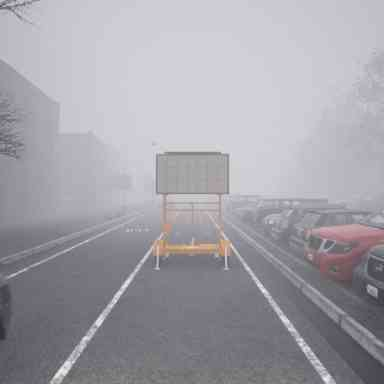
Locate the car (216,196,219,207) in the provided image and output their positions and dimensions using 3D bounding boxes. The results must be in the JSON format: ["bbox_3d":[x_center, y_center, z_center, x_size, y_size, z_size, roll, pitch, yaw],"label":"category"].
[{"bbox_3d":[5.706,1.493,38.961,5.008,1.535,2.097,0,0,0],"label":"car"}]

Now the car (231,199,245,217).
[{"bbox_3d":[5.670,1.518,24.948,4.792,1.488,2.163,0,0,0],"label":"car"}]

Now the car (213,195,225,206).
[{"bbox_3d":[5.687,1.534,44.569,4.792,1.488,2.163,0,0,0],"label":"car"}]

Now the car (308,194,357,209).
[{"bbox_3d":[18.768,1.254,44.729,5.566,2.045,2.435,0,0,0],"label":"car"}]

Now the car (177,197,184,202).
[{"bbox_3d":[-3.048,1.956,90.903,1.895,1.301,4.718,0,-1,0],"label":"car"}]

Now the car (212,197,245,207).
[{"bbox_3d":[5.718,1.531,52.978,5.008,1.535,2.097,0,0,0],"label":"car"}]

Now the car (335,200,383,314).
[{"bbox_3d":[5.654,1.232,5.325,5.566,2.045,2.435,0,0,0],"label":"car"}]

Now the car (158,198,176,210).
[{"bbox_3d":[-3.253,1.559,43.238,1.812,1.442,4.674,0,0,0],"label":"car"}]

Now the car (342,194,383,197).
[{"bbox_3d":[18.758,1.241,33.712,5.566,2.045,2.435,0,0,0],"label":"car"}]

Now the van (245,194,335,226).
[{"bbox_3d":[5.578,1.261,19.342,4.442,1.987,1.878,0,0,0],"label":"van"}]

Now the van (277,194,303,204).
[{"bbox_3d":[18.934,1.346,64.226,4.442,1.987,1.878,0,0,0],"label":"van"}]

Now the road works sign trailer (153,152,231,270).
[{"bbox_3d":[0.016,0.473,11.049,2.380,3.560,2.880,0,0,1],"label":"road works sign trailer"}]

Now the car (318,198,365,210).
[{"bbox_3d":[18.788,1.500,41.942,5.008,1.535,2.097,0,0,0],"label":"car"}]

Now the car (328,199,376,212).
[{"bbox_3d":[18.789,1.535,39.281,4.674,1.452,2.002,0,0,0],"label":"car"}]

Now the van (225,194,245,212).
[{"bbox_3d":[5.588,1.264,30.555,4.442,1.987,1.878,0,0,0],"label":"van"}]

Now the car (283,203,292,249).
[{"bbox_3d":[5.656,1.359,10.932,4.553,1.767,2.185,0,0,0],"label":"car"}]

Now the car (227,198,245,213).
[{"bbox_3d":[5.673,1.519,27.751,4.792,1.488,2.163,0,0,0],"label":"car"}]

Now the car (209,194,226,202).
[{"bbox_3d":[5.750,1.270,50.175,5.566,2.045,2.435,0,0,0],"label":"car"}]

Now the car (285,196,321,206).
[{"bbox_3d":[18.621,1.540,55.868,5.366,1.575,1.946,0,0,0],"label":"car"}]

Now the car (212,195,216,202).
[{"bbox_3d":[5.714,1.513,47.367,4.892,1.521,2.231,0,0,0],"label":"car"}]

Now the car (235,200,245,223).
[{"bbox_3d":[5.692,1.487,22.145,5.008,1.535,2.097,0,0,0],"label":"car"}]

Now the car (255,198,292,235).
[{"bbox_3d":[5.724,1.360,16.538,4.553,1.767,2.185,0,0,0],"label":"car"}]

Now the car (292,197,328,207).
[{"bbox_3d":[18.798,1.533,53.082,5.008,1.535,2.097,0,0,0],"label":"car"}]

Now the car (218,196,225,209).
[{"bbox_3d":[5.895,1.489,36.161,5.366,1.575,1.946,0,0,0],"label":"car"}]

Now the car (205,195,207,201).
[{"bbox_3d":[5.772,1.333,66.994,5.566,2.045,2.435,0,0,0],"label":"car"}]

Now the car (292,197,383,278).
[{"bbox_3d":[5.657,1.232,8.129,5.566,2.045,2.435,0,0,0],"label":"car"}]

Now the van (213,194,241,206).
[{"bbox_3d":[5.843,1.315,55.782,4.442,1.987,1.878,0,0,0],"label":"van"}]

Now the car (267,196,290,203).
[{"bbox_3d":[18.838,1.657,72.574,4.674,1.452,2.002,0,0,0],"label":"car"}]

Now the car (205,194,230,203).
[{"bbox_3d":[5.792,1.387,75.404,5.566,2.045,2.435,0,0,0],"label":"car"}]

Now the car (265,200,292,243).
[{"bbox_3d":[5.659,1.360,13.735,4.553,1.767,2.185,0,0,0],"label":"car"}]

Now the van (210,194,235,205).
[{"bbox_3d":[5.617,1.335,61.389,4.442,1.987,1.878,0,0,0],"label":"van"}]

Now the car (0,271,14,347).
[{"bbox_3d":[-3.345,1.494,2.544,2.128,1.511,4.902,0,0,0],"label":"car"}]

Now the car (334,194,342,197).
[{"bbox_3d":[18.760,1.241,36.374,5.566,2.045,2.435,0,0,0],"label":"car"}]

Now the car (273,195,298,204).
[{"bbox_3d":[18.792,1.459,67.006,4.553,1.767,2.185,0,0,0],"label":"car"}]

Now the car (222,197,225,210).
[{"bbox_3d":[5.736,1.520,33.358,4.792,1.488,2.163,0,0,0],"label":"car"}]
